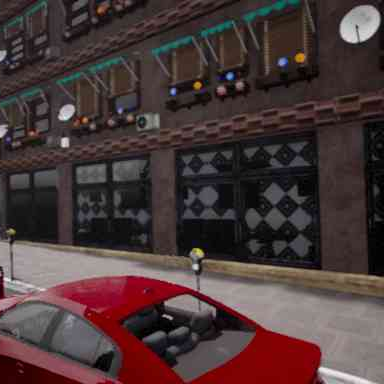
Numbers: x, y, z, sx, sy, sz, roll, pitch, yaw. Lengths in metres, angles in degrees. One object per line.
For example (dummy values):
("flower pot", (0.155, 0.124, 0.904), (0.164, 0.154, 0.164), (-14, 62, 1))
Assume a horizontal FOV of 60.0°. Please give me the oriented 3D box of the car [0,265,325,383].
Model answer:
("car", (-0.996, 1.574, 3.453), (4.507, 1.381, 1.887), (-1, -2, 35))
